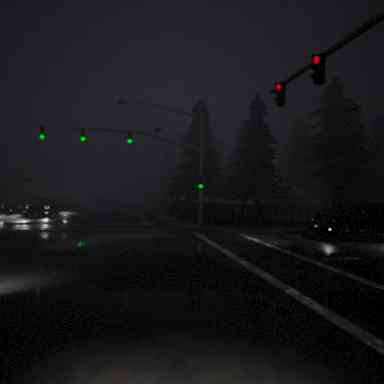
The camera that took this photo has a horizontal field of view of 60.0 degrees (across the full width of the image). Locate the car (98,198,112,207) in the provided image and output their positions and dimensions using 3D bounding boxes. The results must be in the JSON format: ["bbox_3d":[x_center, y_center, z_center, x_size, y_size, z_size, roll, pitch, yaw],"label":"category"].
[{"bbox_3d":[-14.044,1.616,53.505,1.994,1.385,4.181,1,0,-11],"label":"car"}]

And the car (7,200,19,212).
[{"bbox_3d":[-17.672,1.451,33.942,1.895,1.301,4.718,1,0,-11],"label":"car"}]

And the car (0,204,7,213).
[{"bbox_3d":[-15.993,1.354,24.999,1.812,1.442,4.674,1,0,-11],"label":"car"}]

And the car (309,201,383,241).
[{"bbox_3d":[9.368,1.536,18.364,5.566,2.045,2.150,1,0,-11],"label":"car"}]

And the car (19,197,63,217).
[{"bbox_3d":[-13.301,1.266,29.634,2.097,1.767,4.553,1,0,-11],"label":"car"}]

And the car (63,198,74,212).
[{"bbox_3d":[-14.973,1.442,38.621,1.837,1.490,4.892,1,0,-11],"label":"car"}]
